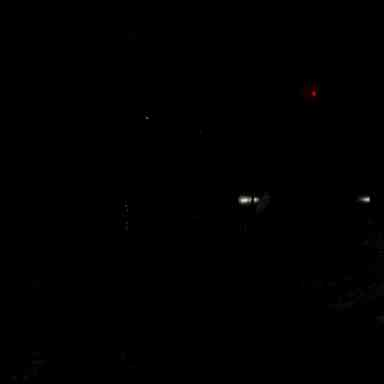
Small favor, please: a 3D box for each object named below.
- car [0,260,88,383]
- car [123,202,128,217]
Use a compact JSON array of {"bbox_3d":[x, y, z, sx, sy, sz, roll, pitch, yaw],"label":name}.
[{"bbox_3d":[-3.413,1.576,3.756,4.313,1.339,1.947,-1,1,-35],"label":"car"},{"bbox_3d":[-7.818,1.182,30.355,2.150,2.045,5.566,-1,0,-36],"label":"car"}]
